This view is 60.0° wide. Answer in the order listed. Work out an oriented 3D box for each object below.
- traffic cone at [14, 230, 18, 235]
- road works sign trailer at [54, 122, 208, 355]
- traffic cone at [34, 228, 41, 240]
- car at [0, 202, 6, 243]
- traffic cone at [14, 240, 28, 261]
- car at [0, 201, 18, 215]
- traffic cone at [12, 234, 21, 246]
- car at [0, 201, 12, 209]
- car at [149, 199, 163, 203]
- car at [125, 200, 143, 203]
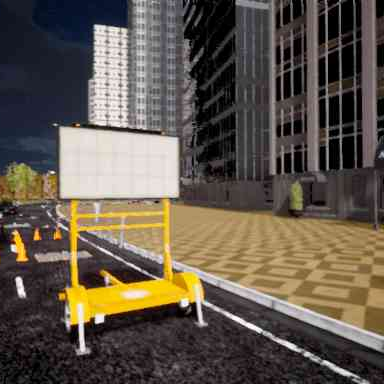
[{"bbox_3d":[-8.058,2.179,15.354,0.340,0.580,0.340,0,-1,-30],"label":"traffic cone"},{"bbox_3d":[-1.400,0.548,6.515,2.380,3.560,2.880,0,-1,-30],"label":"road works sign trailer"},{"bbox_3d":[-8.184,2.206,17.586,0.340,0.580,0.340,0,-1,-30],"label":"traffic cone"},{"bbox_3d":[-10.991,1.614,17.219,2.097,1.767,4.553,0,-1,-29],"label":"car"},{"bbox_3d":[-6.070,2.128,11.884,0.340,0.580,0.340,0,-1,-30],"label":"traffic cone"},{"bbox_3d":[-23.506,2.103,42.651,1.882,1.535,5.008,0,-1,-24],"label":"car"},{"bbox_3d":[-7.064,2.154,13.619,0.340,0.580,0.340,0,-1,-30],"label":"traffic cone"},{"bbox_3d":[-35.243,2.389,62.475,1.837,1.490,4.892,0,-1,-21],"label":"car"},{"bbox_3d":[-9.700,2.446,91.109,4.313,1.339,1.947,-1,0,-15],"label":"car"},{"bbox_3d":[-15.168,2.375,89.539,4.097,1.590,1.967,-1,0,-15],"label":"car"}]
